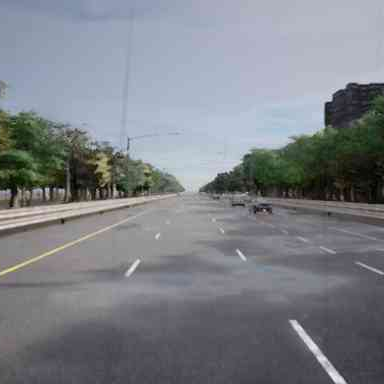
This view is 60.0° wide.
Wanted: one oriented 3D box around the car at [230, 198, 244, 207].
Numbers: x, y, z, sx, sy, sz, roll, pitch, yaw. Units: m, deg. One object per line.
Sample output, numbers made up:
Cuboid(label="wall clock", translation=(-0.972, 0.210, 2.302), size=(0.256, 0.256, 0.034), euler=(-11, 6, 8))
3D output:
Cuboid(label="car", translation=(7.064, 1.579, 52.148), size=(2.033, 1.411, 5.357), euler=(0, 0, 0))

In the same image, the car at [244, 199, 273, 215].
Cuboid(label="car", translation=(7.019, 1.518, 34.498), size=(1.837, 1.490, 4.892), euler=(0, 0, 0))
